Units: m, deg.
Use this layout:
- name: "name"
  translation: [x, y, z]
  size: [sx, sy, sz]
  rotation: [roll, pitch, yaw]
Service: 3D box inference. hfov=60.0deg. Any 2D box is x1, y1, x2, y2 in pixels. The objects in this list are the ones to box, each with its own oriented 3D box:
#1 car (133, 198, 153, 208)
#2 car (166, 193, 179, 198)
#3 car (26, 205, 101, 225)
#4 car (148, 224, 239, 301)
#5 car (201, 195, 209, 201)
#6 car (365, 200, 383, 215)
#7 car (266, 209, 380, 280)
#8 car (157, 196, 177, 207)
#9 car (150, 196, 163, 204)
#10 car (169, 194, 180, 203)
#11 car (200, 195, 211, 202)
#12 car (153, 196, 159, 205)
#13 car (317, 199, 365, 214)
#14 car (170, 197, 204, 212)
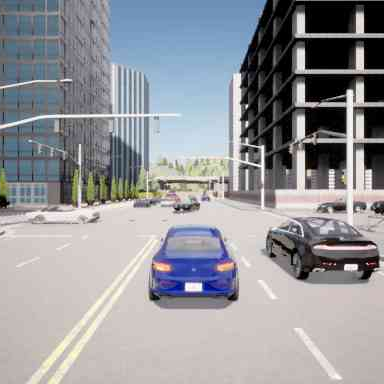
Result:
- name: "car"
  translation: [-7.190, 1.564, 48.135]
  size: [1.994, 1.385, 4.181]
  rotation: [0, 0, 0]
- name: "car"
  translation: [-3.693, 1.221, 60.038]
  size: [2.150, 2.045, 5.566]
  rotation: [0, 0, 0]
- name: "car"
  translation: [-8.958, 1.575, 23.487]
  size: [4.718, 1.301, 1.895]
  rotation: [0, 0, -1]
- name: "car"
  translation: [0.044, 1.526, 8.226]
  size: [1.812, 1.442, 4.674]
  rotation: [0, 0, 0]
- name: "car"
  translation: [3.329, 1.483, 86.902]
  size: [1.837, 1.490, 4.892]
  rotation: [0, 0, 0]
- name: "car"
  translation: [19.762, 1.166, 31.054]
  size: [5.566, 2.045, 2.150]
  rotation: [0, 0, 0]
- name: "car"
  translation: [3.560, 1.492, 9.949]
  size: [2.128, 1.511, 4.902]
  rotation: [0, 0, -1]
- name: "car"
  translation: [-3.695, 1.601, 50.263]
  size: [1.895, 1.301, 4.718]
  rotation: [0, 0, 0]
- name: "car"
  translation: [-7.151, 1.547, 67.525]
  size: [2.033, 1.411, 5.357]
  rotation: [0, 0, 0]
- name: "car"
  translation: [-3.638, 1.355, 70.028]
  size: [2.097, 1.767, 4.553]
  rotation: [0, 0, 0]
- name: "car"
  translation: [3.347, 1.522, 77.827]
  size: [1.812, 1.442, 4.674]
  rotation: [0, 0, 0]
- name: "car"
  translation: [-7.198, 1.601, 56.896]
  size: [1.895, 1.301, 4.718]
  rotation: [0, 0, 0]
- name: "car"
  translation: [15.515, 1.436, 34.543]
  size: [4.902, 1.511, 2.128]
  rotation: [0, 0, 0]
- name: "car"
  translation: [-0.468, 1.578, 37.313]
  size: [1.895, 1.301, 4.718]
  rotation: [0, 0, 17]
